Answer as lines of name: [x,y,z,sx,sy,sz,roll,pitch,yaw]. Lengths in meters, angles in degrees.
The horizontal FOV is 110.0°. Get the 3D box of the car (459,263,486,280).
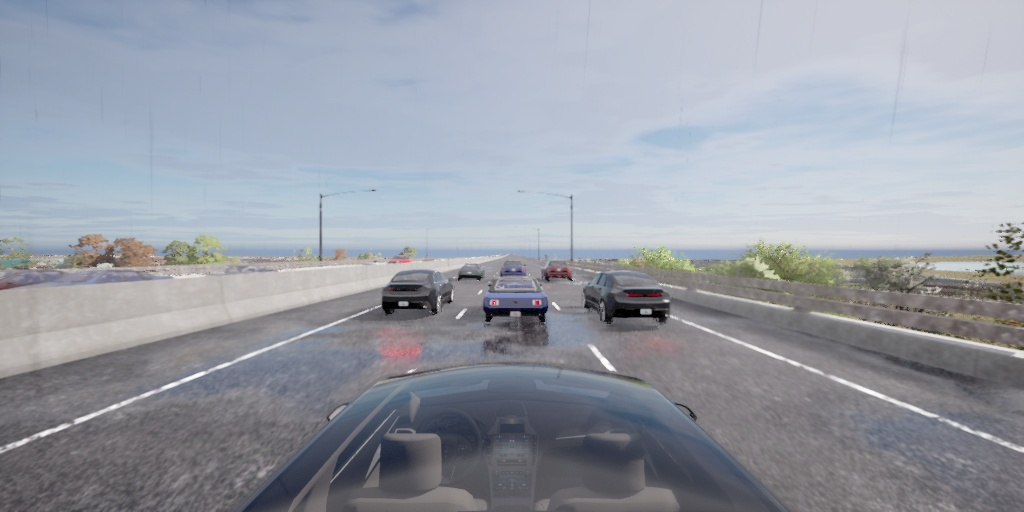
car: [-3.389,1.301,30.610,1.994,1.385,4.181,0,0,0]

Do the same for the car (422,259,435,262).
car: [-14.000,1.204,60.363,1.882,1.535,5.008,0,0,1]

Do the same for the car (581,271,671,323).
car: [3.604,1.250,12.063,1.837,1.490,4.892,0,0,0]

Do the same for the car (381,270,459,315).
car: [-3.395,1.250,13.647,1.837,1.490,4.892,0,0,0]

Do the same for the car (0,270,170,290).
car: [-17.594,1.293,15.408,2.033,1.411,5.357,0,0,0]

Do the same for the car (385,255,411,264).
car: [-17.528,0.936,56.312,2.150,2.045,5.566,0,0,1]

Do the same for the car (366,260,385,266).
car: [-21.024,1.324,56.003,1.895,1.301,4.718,0,0,1]

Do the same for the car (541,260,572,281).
car: [3.612,1.089,29.697,2.097,1.767,4.553,0,0,0]

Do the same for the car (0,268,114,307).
car: [-21.094,1.293,15.410,2.033,1.411,5.357,0,0,0]

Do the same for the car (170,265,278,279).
car: [-14.092,1.235,18.461,2.128,1.511,4.902,0,0,0]

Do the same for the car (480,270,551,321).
car: [0.104,1.346,12.341,1.895,1.301,4.718,0,0,0]

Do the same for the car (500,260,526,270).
car: [0.111,1.089,29.696,2.097,1.767,4.553,0,0,0]
